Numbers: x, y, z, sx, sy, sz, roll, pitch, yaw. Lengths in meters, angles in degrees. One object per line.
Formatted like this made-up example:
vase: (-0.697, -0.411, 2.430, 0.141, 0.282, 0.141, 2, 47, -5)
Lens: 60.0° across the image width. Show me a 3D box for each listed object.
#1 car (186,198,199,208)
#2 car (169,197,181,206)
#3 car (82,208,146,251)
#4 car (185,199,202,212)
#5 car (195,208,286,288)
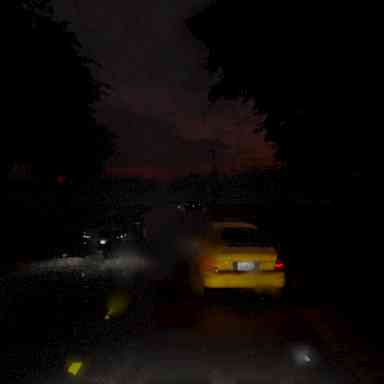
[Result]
car: (0.100, 1.621, 48.966, 1.895, 1.301, 4.718, 0, 0, 0)
car: (-2.890, 1.530, 56.748, 1.882, 1.535, 5.008, 0, -1, 0)
car: (-3.073, 1.479, 13.924, 1.837, 1.490, 4.892, 0, 0, 0)
car: (0.160, 1.547, 38.920, 1.994, 1.385, 4.181, 0, 0, 0)
car: (1.068, 1.439, 9.126, 1.801, 1.575, 5.366, 0, 0, 0)
